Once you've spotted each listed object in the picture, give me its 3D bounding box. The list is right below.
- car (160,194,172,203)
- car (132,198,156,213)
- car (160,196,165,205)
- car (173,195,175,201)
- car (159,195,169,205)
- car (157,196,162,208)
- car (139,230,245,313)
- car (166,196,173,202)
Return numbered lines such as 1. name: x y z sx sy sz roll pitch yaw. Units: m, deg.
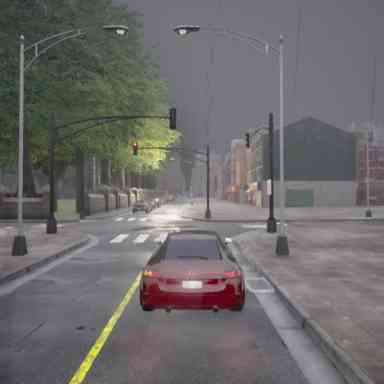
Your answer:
1. car: -5.702 1.418 65.763 2.192 1.841 5.009 1 0 0
2. car: -5.505 1.582 36.827 2.008 1.369 4.403 1 0 0
3. car: -5.578 1.620 49.413 1.947 1.339 4.313 1 0 0
4. car: -5.834 1.614 82.113 1.967 1.590 4.097 1 0 0
5. car: -5.664 1.666 60.312 1.802 1.307 4.206 1 0 0
6. car: -5.534 1.594 43.963 2.008 1.369 4.403 1 0 0
7. car: 0.021 1.567 7.744 1.994 1.385 4.181 0 0 1
8. car: -5.878 1.727 87.393 1.752 1.417 4.829 1 0 0
